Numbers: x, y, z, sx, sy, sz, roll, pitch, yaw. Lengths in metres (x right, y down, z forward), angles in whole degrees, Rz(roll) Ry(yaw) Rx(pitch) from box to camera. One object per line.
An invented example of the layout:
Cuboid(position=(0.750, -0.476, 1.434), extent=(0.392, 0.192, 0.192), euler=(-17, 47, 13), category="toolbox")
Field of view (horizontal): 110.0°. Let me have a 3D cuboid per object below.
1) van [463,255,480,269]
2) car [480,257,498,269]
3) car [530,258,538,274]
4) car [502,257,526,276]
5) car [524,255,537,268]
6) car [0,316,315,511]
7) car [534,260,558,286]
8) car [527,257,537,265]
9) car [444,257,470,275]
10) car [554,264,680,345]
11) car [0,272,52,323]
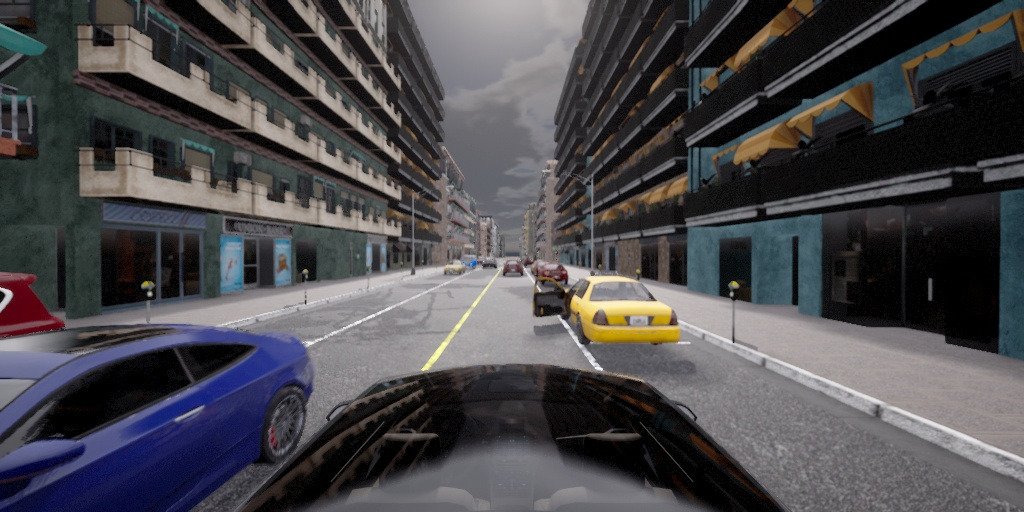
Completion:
Cuboid(position=(-5.602, 0.802, 47.079), extent=(1.690, 1.789, 3.998), euler=(0, 0, 0), category="van")
Cuboid(position=(-2.910, 1.079, 47.806), extent=(1.895, 1.301, 4.718), euler=(0, 0, 0), category="car")
Cuboid(position=(2.744, 1.104, 30.059), extent=(1.888, 1.381, 4.507), euler=(0, 0, 0), category="car")
Cuboid(position=(0.118, 1.062, 33.755), extent=(1.812, 1.442, 4.674), euler=(0, 0, 1), category="car")
Cuboid(position=(2.790, 0.749, 52.700), extent=(2.192, 1.841, 5.009), euler=(0, 0, 0), category="car")
Cuboid(position=(-3.102, 1.272, 2.222), extent=(1.812, 1.442, 4.674), euler=(0, 0, 0), category="car")
Cuboid(position=(2.733, 1.142, 24.394), extent=(1.888, 1.381, 4.507), euler=(0, 0, 0), category="car")
Cuboid(position=(2.756, 1.050, 35.886), extent=(1.751, 1.417, 4.829), euler=(0, 0, 0), category="car")
Cuboid(position=(-5.625, 1.049, 35.587), extent=(1.751, 1.417, 4.829), euler=(0, 0, 0), category="car")
Cuboid(position=(2.363, 1.154, 9.220), extent=(1.801, 1.575, 5.366), euler=(0, 0, 0), category="car")
Cuboid(position=(-5.693, 1.064, 1.786), extent=(2.192, 1.841, 5.009), euler=(0, 0, 0), category="car")
